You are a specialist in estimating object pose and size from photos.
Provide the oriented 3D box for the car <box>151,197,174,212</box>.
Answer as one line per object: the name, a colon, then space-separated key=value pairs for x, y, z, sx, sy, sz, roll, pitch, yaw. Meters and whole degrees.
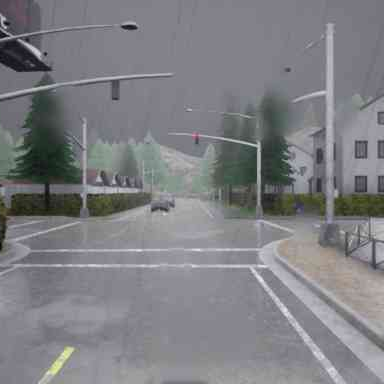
car: x=-3.568 y=1.547 z=38.440 sx=2.033 sy=1.411 sz=5.357 roll=0 pitch=0 yaw=0
